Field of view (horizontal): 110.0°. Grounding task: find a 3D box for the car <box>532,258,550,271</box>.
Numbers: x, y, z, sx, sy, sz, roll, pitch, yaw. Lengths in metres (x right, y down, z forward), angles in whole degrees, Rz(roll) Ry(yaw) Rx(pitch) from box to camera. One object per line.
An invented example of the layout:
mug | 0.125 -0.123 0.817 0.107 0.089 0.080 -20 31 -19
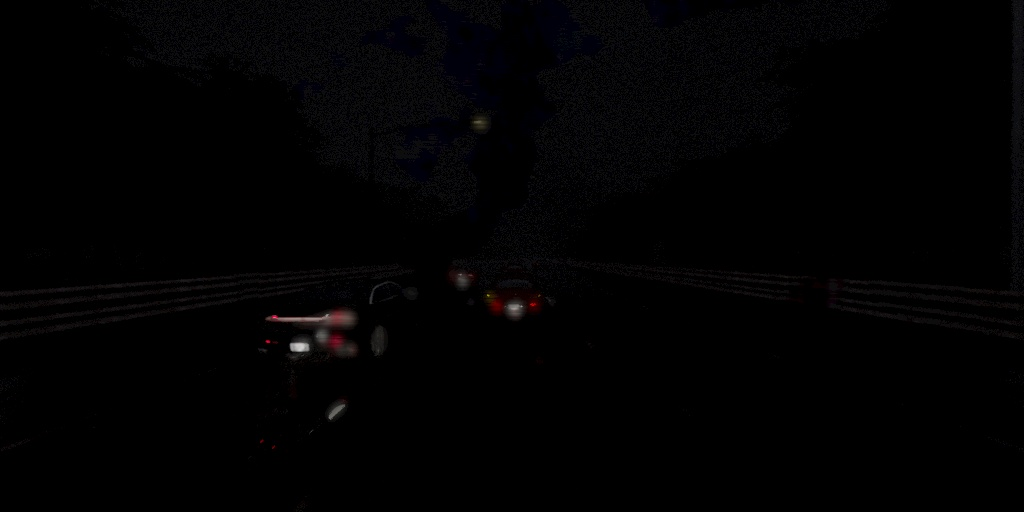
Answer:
car | 4.120 1.388 51.792 2.128 1.511 4.902 0 0 2

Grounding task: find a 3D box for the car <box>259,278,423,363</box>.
car | -3.398 1.244 8.165 2.128 1.511 4.902 0 0 0

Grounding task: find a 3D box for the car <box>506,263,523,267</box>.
car | 0.194 1.322 29.114 1.812 1.442 4.674 0 0 1

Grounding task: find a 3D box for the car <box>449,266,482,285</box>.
car | -3.336 1.389 26.669 1.895 1.301 4.718 0 0 1

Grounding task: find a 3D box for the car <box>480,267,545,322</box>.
car | 0.090 1.282 12.269 1.812 1.442 4.674 0 0 0
